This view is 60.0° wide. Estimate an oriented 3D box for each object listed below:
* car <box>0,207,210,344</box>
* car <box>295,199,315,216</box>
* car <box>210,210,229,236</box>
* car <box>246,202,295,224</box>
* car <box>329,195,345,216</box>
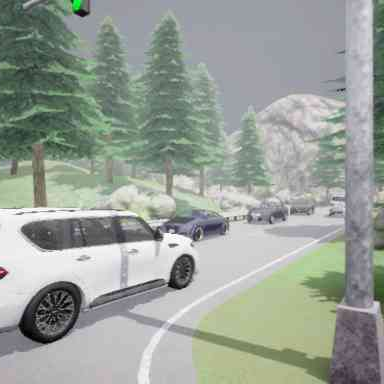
[{"bbox_3d":[-2.050,1.343,6.833,2.150,2.045,5.566,0,-1,34],"label":"car"},{"bbox_3d":[11.207,1.516,33.551,1.837,1.490,4.892,0,0,27],"label":"car"},{"bbox_3d":[0.200,1.574,16.659,1.994,1.385,4.181,0,0,34],"label":"car"},{"bbox_3d":[5.736,1.503,24.921,2.128,1.511,4.902,0,0,34],"label":"car"},{"bbox_3d":[14.706,1.350,32.044,2.150,2.045,5.566,0,-1,31],"label":"car"}]
